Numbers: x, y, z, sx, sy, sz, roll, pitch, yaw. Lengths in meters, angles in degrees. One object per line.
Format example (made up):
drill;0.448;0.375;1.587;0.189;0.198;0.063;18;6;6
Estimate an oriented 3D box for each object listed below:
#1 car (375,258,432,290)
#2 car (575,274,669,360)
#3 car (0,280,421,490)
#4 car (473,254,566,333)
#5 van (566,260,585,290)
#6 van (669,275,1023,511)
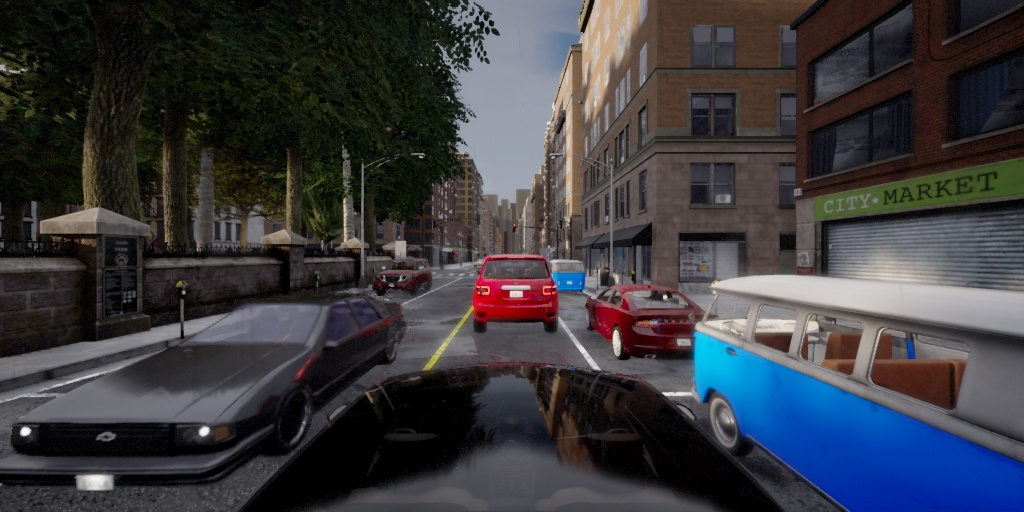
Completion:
car;-5.685;1.059;19.446;2.192;1.841;5.009;0;0;0
car;2.850;1.294;8.173;1.888;1.381;4.507;0;0;0
car;-3.103;1.297;5.330;2.033;1.411;5.357;0;0;0
car;0.088;0.970;10.929;2.150;2.045;5.566;0;0;0
van;2.839;1.085;19.494;1.690;1.789;3.998;0;0;0
van;2.856;1.091;2.512;1.690;1.789;3.998;0;0;0
